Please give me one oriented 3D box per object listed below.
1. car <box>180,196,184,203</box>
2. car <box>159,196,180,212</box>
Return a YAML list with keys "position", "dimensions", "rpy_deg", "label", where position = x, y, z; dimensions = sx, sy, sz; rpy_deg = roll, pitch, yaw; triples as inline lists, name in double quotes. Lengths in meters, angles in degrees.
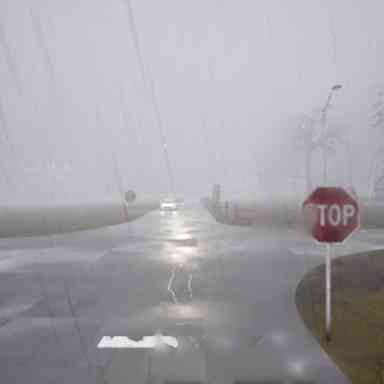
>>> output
- position: [-2.711, 1.501, 70.344]
  dimensions: [1.882, 1.535, 5.008]
  rpy_deg: [0, 0, 0]
  label: "car"
- position: [-2.723, 1.577, 39.722]
  dimensions: [1.812, 1.442, 4.674]
  rpy_deg: [0, 1, 0]
  label: "car"
